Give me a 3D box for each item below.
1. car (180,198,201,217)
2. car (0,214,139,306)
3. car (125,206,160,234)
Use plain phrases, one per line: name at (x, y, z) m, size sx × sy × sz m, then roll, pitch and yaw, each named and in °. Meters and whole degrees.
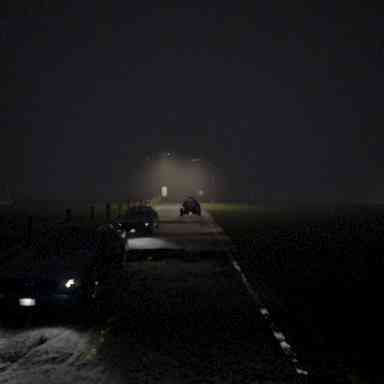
car at (-0.106, 1.543, 30.910) m, size 1.895 × 1.301 × 4.718 m, roll 0°, pitch 0°, yaw 0°
car at (-2.883, 1.535, 8.478) m, size 2.033 × 1.411 × 5.357 m, roll 0°, pitch 0°, yaw 0°
car at (-2.924, 1.516, 19.078) m, size 2.033 × 1.411 × 5.357 m, roll 0°, pitch 0°, yaw 0°
